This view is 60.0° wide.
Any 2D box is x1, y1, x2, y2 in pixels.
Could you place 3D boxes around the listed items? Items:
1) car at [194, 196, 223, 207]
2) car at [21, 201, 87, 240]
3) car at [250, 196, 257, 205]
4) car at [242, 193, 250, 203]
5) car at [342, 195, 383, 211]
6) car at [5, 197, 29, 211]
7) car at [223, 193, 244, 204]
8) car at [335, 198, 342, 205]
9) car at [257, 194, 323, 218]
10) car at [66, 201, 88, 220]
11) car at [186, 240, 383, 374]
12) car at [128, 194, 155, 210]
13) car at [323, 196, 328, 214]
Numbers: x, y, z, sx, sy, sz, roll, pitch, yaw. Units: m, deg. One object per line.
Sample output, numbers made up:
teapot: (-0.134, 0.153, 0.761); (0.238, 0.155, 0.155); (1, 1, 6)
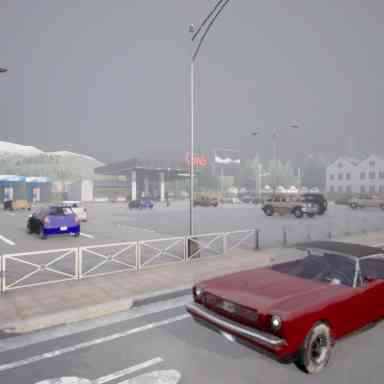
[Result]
car: (1.700, 1.313, 45.986); (2.007, 1.523, 4.514); (0, 0, -38)
car: (-6.814, 1.389, 16.182); (1.845, 1.501, 3.633); (0, 0, -38)
car: (11.990, 1.113, 53.043); (1.932, 1.855, 4.605); (0, 0, -38)
car: (9.777, 1.092, 61.278); (1.905, 1.878, 3.866); (0, 0, -38)
car: (20.140, 1.169, 37.371); (2.152, 1.636, 5.027); (0, 0, -38)
car: (-20.296, 1.346, 38.732); (2.152, 1.636, 5.027); (0, 0, -38)
car: (6.773, 1.376, 59.728); (1.970, 1.475, 3.806); (0, 0, -38)
car: (23.605, 1.313, 49.369); (2.007, 1.523, 4.514); (0, 0, -38)
car: (7.972, 1.113, 27.441); (1.932, 1.855, 4.605); (0, 0, -38)
car: (-8.995, 1.400, 23.876); (1.970, 1.475, 3.806); (0, 0, -38)
car: (2.230, 1.601, 5.747); (4.718, 1.301, 1.895); (0, 0, -38)
car: (-6.231, 1.335, 39.907); (1.845, 1.501, 3.633); (0, 0, -38)
car: (10.018, 1.092, 29.545); (1.905, 1.878, 3.866); (0, 0, -38)
